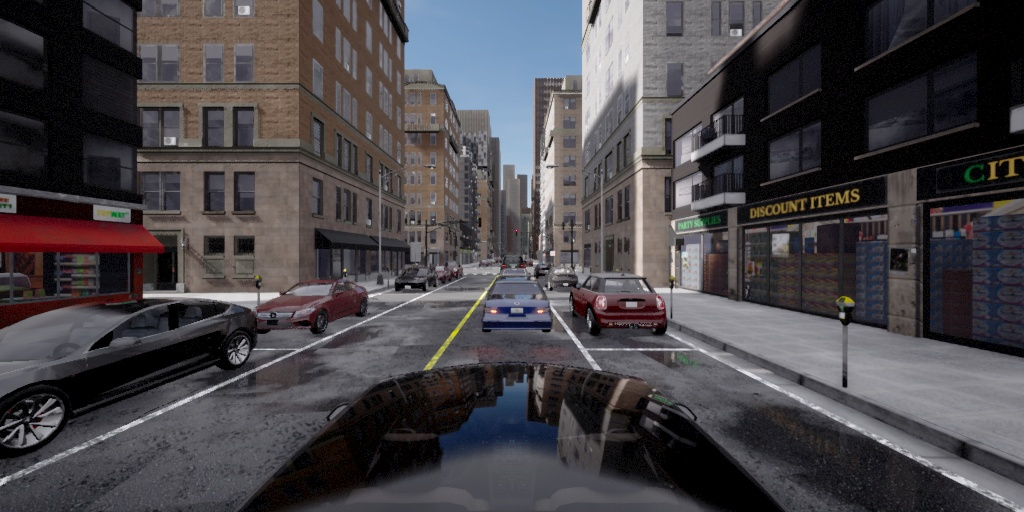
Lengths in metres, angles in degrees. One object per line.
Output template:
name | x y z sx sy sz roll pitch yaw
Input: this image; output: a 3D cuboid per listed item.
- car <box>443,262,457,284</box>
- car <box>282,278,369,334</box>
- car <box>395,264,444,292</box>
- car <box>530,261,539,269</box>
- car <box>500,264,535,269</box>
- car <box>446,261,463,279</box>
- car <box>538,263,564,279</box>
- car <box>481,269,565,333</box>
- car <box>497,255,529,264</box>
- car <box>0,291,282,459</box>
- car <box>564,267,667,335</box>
car | -5.610 1.334 27.065 1.802 1.307 4.207 0 0 0
car | -5.650 1.332 10.561 1.802 1.307 4.207 0 0 0
car | -5.623 1.317 21.563 1.948 1.339 4.313 0 0 0
car | 2.930 1.319 32.545 1.948 1.339 4.313 0 0 0
car | 0.145 1.352 21.261 1.895 1.301 4.718 0 0 0
car | -5.596 1.193 32.566 1.967 1.591 4.097 0 0 0
car | 2.902 1.301 21.542 2.007 1.370 4.403 0 0 0
car | 0.122 1.297 10.755 2.033 1.411 5.357 0 0 0
car | 0.079 0.974 31.293 2.150 2.045 5.566 0 0 -1
car | -5.664 1.315 5.060 1.948 1.339 4.313 0 0 0
car | 2.875 1.190 10.540 1.967 1.591 4.097 0 0 0
